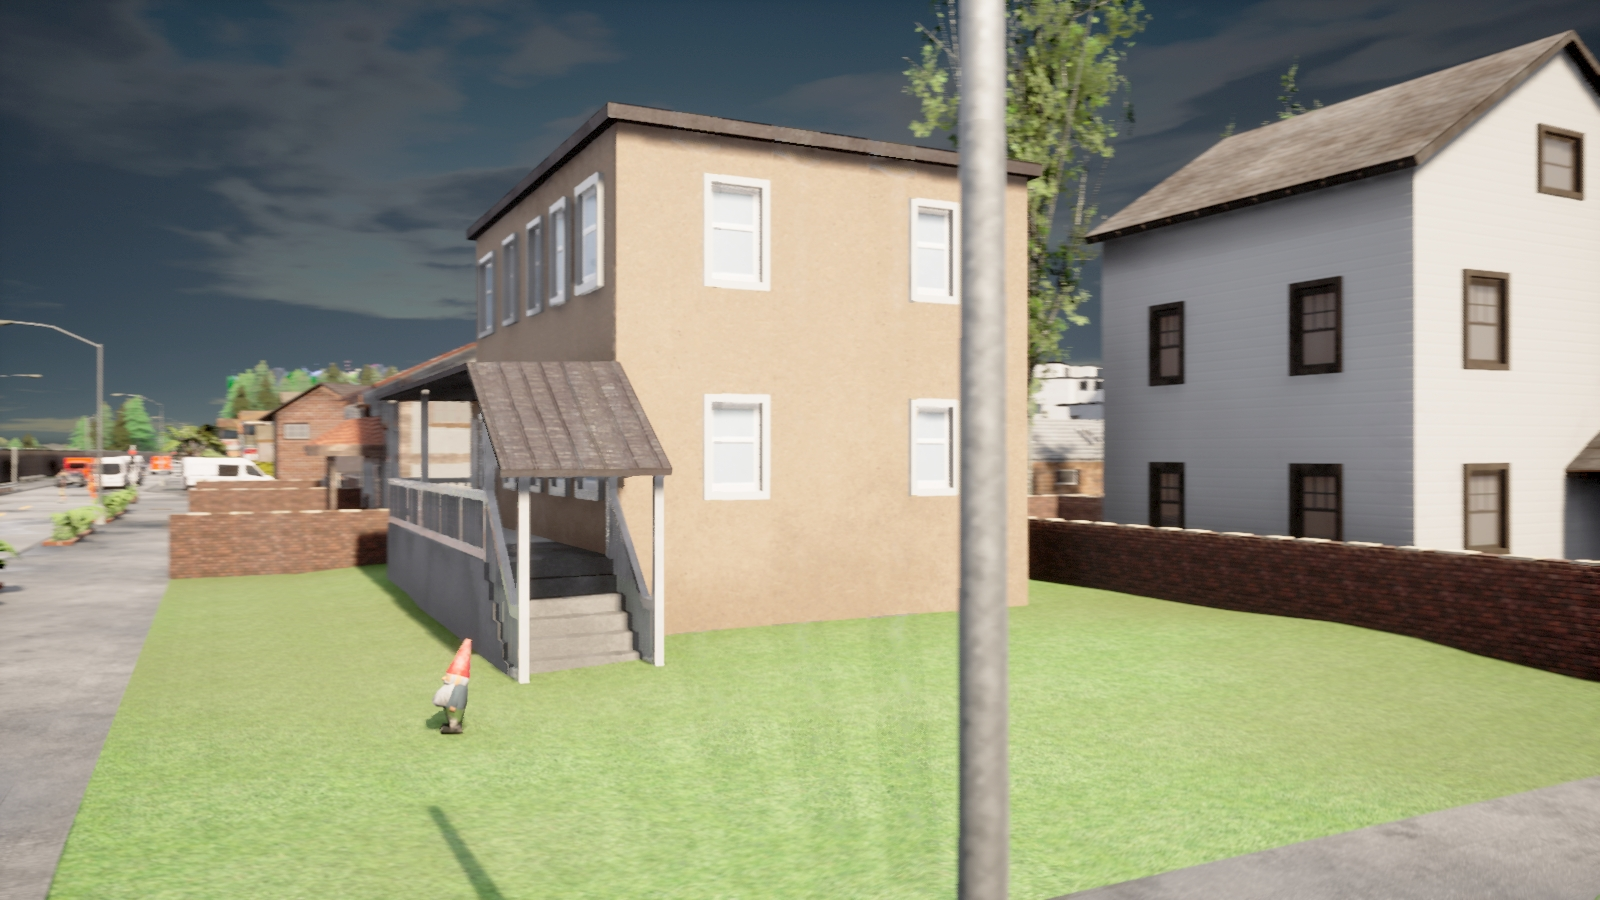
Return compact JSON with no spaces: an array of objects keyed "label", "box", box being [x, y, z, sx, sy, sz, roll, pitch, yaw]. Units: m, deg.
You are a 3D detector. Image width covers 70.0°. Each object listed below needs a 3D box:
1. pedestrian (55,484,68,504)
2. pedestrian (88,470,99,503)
[{"label":"pedestrian","box":[-41.409,2.446,64.065,0.500,1.100,0.500,0,0,-21]},{"label":"pedestrian","box":[-40.298,2.069,65.172,0.375,1.860,0.375,0,0,0]}]
